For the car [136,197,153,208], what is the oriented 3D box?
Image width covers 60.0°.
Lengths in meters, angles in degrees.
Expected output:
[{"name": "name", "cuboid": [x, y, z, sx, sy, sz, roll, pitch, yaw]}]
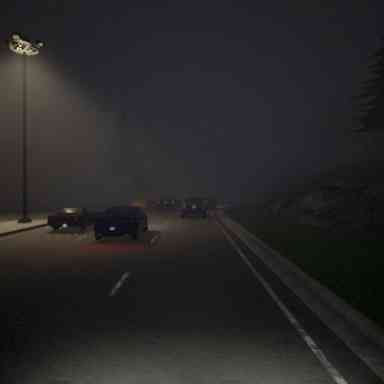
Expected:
[{"name": "car", "cuboid": [-5.544, 1.297, 40.081, 1.882, 1.535, 5.008, 0, 0, 12]}]

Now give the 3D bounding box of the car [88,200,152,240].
[{"name": "car", "cuboid": [-3.401, 1.402, 16.664, 1.882, 1.535, 5.008, 0, 0, 0]}]

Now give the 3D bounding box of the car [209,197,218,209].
[{"name": "car", "cuboid": [2.001, 1.304, 41.568, 2.128, 1.511, 4.902, 0, 0, 15]}]

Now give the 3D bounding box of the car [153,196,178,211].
[{"name": "car", "cuboid": [-2.456, 1.181, 37.859, 2.097, 1.767, 4.553, 0, 0, 10]}]

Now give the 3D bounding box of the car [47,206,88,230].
[{"name": "car", "cuboid": [-6.900, 1.509, 20.246, 1.895, 1.301, 4.718, 0, 0, 0]}]

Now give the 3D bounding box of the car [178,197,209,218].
[{"name": "car", "cuboid": [0.219, 1.223, 28.887, 2.097, 1.767, 4.553, 0, 0, 2]}]
